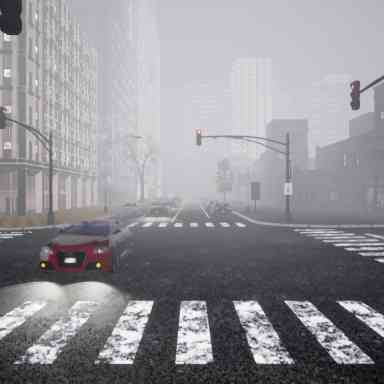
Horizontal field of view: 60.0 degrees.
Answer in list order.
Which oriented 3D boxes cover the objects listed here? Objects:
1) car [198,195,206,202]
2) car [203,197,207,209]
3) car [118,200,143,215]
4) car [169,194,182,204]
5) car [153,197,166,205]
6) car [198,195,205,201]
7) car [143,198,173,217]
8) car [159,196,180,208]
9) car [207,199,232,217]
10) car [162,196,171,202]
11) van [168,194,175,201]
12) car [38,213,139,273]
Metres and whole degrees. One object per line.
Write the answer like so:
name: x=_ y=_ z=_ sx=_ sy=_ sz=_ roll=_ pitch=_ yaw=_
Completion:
car: x=2.647 y=1.600 z=75.187 sx=2.008 sy=1.369 sz=4.403 roll=0 pitch=0 yaw=0
car: x=2.667 y=1.598 z=41.943 sx=1.802 sy=1.307 sz=4.206 roll=0 pitch=0 yaw=0
car: x=-5.707 y=1.591 z=30.855 sx=1.802 sy=1.307 sz=4.206 roll=0 pitch=0 yaw=0
car: x=-3.038 y=1.524 z=65.103 sx=1.882 sy=1.535 sz=5.008 roll=0 pitch=0 yaw=0
car: x=-5.724 y=1.594 z=58.559 sx=1.947 sy=1.339 sz=4.313 roll=0 pitch=0 yaw=0
car: x=2.637 y=1.639 z=91.810 sx=1.947 sy=1.339 sz=4.313 roll=0 pitch=0 yaw=0
car: x=-3.124 y=1.573 z=31.161 sx=1.994 sy=1.385 sz=4.181 roll=0 pitch=0 yaw=-1
car: x=-3.122 y=1.584 z=46.706 sx=1.994 sy=1.385 sz=4.181 roll=0 pitch=0 yaw=0
car: x=2.674 y=1.554 z=30.860 sx=1.887 sy=1.381 sz=4.507 roll=0 pitch=0 yaw=0
car: x=-5.734 y=1.631 z=75.181 sx=1.802 sy=1.307 sz=4.206 roll=0 pitch=0 yaw=0
van: x=-5.743 y=1.414 z=91.805 sx=1.690 sy=1.788 sz=3.998 roll=0 pitch=0 yaw=0
car: x=-3.105 y=1.565 z=10.498 sx=1.994 sy=1.385 sz=4.181 roll=0 pitch=0 yaw=0
